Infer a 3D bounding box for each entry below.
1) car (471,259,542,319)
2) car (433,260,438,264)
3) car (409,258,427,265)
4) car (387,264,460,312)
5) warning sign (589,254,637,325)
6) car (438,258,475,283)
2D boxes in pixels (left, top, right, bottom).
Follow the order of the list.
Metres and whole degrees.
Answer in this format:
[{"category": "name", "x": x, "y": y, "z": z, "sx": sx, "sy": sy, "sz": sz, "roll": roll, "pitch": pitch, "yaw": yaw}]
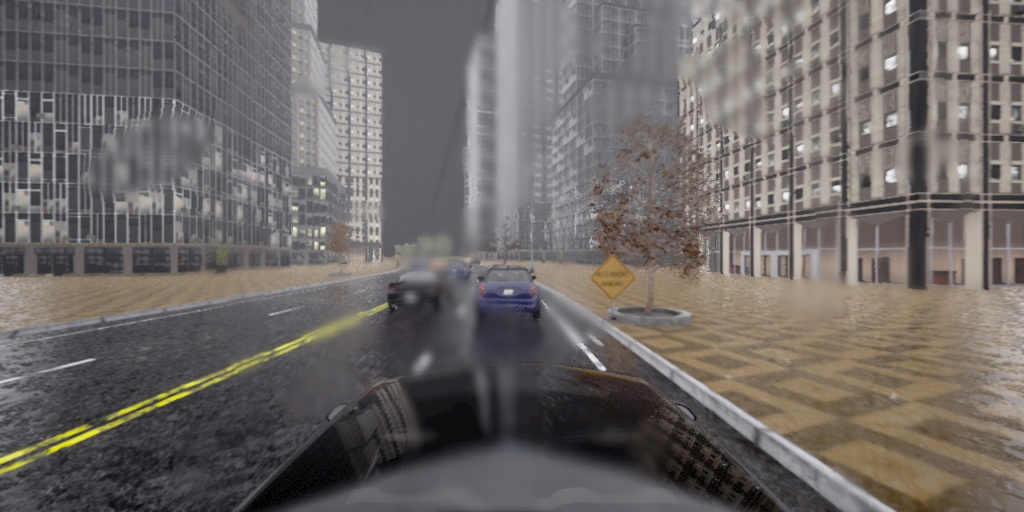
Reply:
[{"category": "car", "x": -0.156, "y": 1.111, "z": 12.962, "sx": 2.097, "sy": 1.767, "sz": 4.553, "roll": 0, "pitch": 0, "yaw": -2}, {"category": "car", "x": -9.781, "y": 1.276, "z": 49.123, "sx": 1.882, "sy": 1.535, "sz": 5.008, "roll": 0, "pitch": 0, "yaw": -7}, {"category": "car", "x": -13.265, "y": 1.157, "z": 50.677, "sx": 2.097, "sy": 1.767, "sz": 4.553, "roll": 0, "pitch": 0, "yaw": -8}, {"category": "car", "x": -3.444, "y": 1.244, "z": 14.370, "sx": 1.882, "sy": 1.535, "sz": 5.008, "roll": 0, "pitch": -1, "yaw": -2}, {"category": "warning sign", "x": 2.758, "y": 0.868, "z": 9.813, "sx": 1.300, "sy": 1.860, "sz": 1.060, "roll": 0, "pitch": 0, "yaw": -1}, {"category": "car", "x": -4.200, "y": 1.128, "z": 27.961, "sx": 2.097, "sy": 1.767, "sz": 4.553, "roll": 0, "pitch": 0, "yaw": -4}]
